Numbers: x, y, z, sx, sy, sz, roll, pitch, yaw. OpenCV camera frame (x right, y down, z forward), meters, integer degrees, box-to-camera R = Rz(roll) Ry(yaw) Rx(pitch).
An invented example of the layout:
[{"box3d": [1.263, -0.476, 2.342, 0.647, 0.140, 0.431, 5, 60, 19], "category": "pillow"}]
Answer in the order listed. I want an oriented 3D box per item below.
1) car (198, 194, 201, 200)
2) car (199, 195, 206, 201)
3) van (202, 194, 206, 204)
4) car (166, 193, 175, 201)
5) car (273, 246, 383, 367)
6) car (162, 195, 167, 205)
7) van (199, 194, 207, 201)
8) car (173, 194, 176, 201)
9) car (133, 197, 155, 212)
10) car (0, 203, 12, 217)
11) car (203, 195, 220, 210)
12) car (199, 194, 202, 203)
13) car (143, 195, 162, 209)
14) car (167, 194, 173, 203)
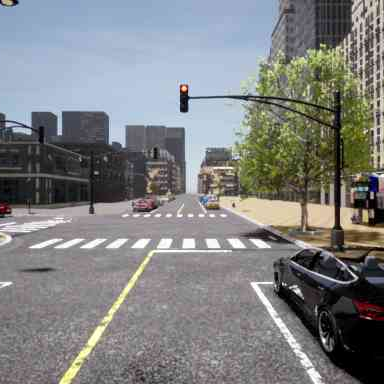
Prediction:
[{"box3d": [2.731, 1.572, 71.574, 1.947, 1.339, 4.313, 0, 0, 0], "category": "car"}, {"box3d": [2.740, 1.534, 88.397, 1.752, 1.417, 4.829, 0, 0, 0], "category": "car"}, {"box3d": [2.721, 1.345, 49.370, 1.690, 1.788, 3.998, 0, 0, 0], "category": "van"}, {"box3d": [-5.640, 1.324, 88.229, 2.192, 1.841, 5.009, 0, 0, 0], "category": "car"}, {"box3d": [2.698, 1.566, 5.789, 1.947, 1.339, 4.313, 0, 0, 0], "category": "car"}, {"box3d": [-5.658, 1.555, 54.923, 2.008, 1.369, 4.403, 0, 0, 0], "category": "car"}, {"box3d": [2.738, 1.349, 82.676, 1.690, 1.788, 3.998, 0, 0, 0], "category": "van"}, {"box3d": [-5.644, 1.559, 82.678, 2.008, 1.369, 4.403, 0, 0, 0], "category": "car"}, {"box3d": [-5.666, 1.584, 38.269, 1.802, 1.307, 4.206, 0, 0, 0], "category": "car"}, {"box3d": [-17.254, 1.371, 27.278, 4.507, 1.381, 1.887, 1, -1, -1], "category": "car"}, {"box3d": [2.717, 1.528, 43.988, 1.752, 1.417, 4.829, 0, 0, 0], "category": "car"}, {"box3d": [2.725, 1.556, 60.472, 2.008, 1.369, 4.403, 0, 0, 0], "category": "car"}, {"box3d": [-5.662, 1.318, 43.820, 2.192, 1.841, 5.009, 0, 0, 0], "category": "car"}, {"box3d": [-5.649, 1.532, 71.406, 1.752, 1.417, 4.829, 0, 0, 0], "category": "car"}]
